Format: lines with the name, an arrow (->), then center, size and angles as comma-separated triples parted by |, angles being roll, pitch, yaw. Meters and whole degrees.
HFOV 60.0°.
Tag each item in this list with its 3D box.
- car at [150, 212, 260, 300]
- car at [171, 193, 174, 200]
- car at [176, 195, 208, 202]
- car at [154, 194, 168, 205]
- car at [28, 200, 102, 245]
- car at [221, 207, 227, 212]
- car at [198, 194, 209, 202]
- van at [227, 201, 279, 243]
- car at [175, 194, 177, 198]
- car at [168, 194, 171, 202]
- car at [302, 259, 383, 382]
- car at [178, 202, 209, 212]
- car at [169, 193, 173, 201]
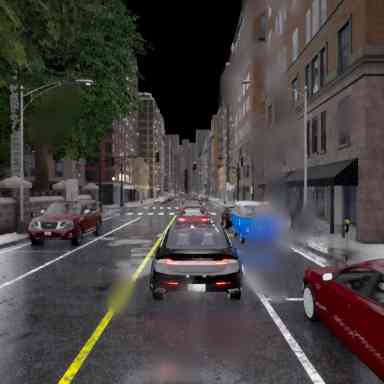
car -> 0.093, 1.490, 8.346 | 2.128, 1.511, 4.902 | 0, 0, 0
car -> -5.731, 1.491, 75.653 | 1.887, 1.381, 4.507 | 0, 0, 0
car -> 0.025, 1.338, 27.565 | 2.097, 1.767, 4.553 | 0, 0, 2
car -> -5.718, 1.480, 59.131 | 1.752, 1.417, 4.829 | 0, 0, 0
car -> -5.682, 1.310, 15.612 | 2.192, 1.841, 5.009 | 0, 0, 0
car -> 2.838, 1.557, 21.319 | 1.947, 1.339, 4.313 | 0, 0, 0
car -> 2.793, 1.386, 75.696 | 1.967, 1.590, 4.097 | 0, 0, 0
van -> 2.842, 1.336, 15.659 | 1.690, 1.788, 3.998 | 0, 0, 0
car -> -5.740, 1.496, 86.554 | 2.008, 1.369, 4.403 | 0, 0, 0
car -> -5.722, 1.501, 64.751 | 2.008, 1.369, 4.403 | 0, 0, 0
car -> 2.851, 1.544, 4.338 | 1.887, 1.381, 4.507 | 0, 0, 0
car -> 0.088, 1.519, 18.608 | 1.812, 1.442, 4.674 | 0, 0, 0
car -> -5.727, 1.493, 70.202 | 1.887, 1.381, 4.507 | 0, 0, 0
